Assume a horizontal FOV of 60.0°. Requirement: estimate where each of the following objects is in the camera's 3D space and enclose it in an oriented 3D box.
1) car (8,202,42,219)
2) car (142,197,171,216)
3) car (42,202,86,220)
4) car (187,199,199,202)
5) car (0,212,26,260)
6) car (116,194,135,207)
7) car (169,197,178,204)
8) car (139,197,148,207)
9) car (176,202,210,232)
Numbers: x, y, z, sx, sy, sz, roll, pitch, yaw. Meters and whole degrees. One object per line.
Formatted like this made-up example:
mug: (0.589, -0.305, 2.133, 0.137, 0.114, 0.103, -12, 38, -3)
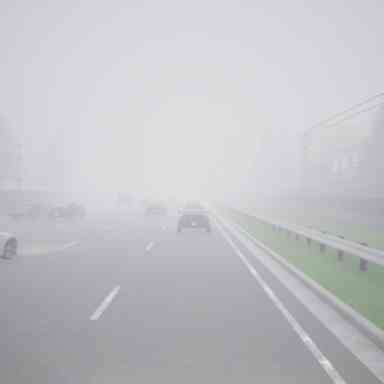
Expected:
car: (-13.897, 1.573, 28.989, 2.033, 1.411, 5.357, 0, 0, 0)
car: (-3.398, 1.555, 32.337, 1.812, 1.442, 4.674, 0, 0, 0)
car: (-10.397, 1.550, 27.848, 1.812, 1.442, 4.674, 0, 0, 0)
car: (0.099, 1.641, 44.027, 1.895, 1.301, 4.718, 0, 0, 0)
car: (-6.896, 1.534, 9.486, 1.812, 1.442, 4.674, 0, 0, 0)
car: (-10.401, 1.269, 52.589, 2.150, 2.045, 5.566, 0, 0, 0)
car: (-3.400, 1.545, 58.710, 2.128, 1.511, 4.902, 0, 0, 0)
car: (-6.901, 1.523, 50.926, 1.882, 1.535, 5.008, 0, 0, 0)
car: (0.104, 1.544, 20.182, 1.812, 1.442, 4.674, 0, 0, 0)
